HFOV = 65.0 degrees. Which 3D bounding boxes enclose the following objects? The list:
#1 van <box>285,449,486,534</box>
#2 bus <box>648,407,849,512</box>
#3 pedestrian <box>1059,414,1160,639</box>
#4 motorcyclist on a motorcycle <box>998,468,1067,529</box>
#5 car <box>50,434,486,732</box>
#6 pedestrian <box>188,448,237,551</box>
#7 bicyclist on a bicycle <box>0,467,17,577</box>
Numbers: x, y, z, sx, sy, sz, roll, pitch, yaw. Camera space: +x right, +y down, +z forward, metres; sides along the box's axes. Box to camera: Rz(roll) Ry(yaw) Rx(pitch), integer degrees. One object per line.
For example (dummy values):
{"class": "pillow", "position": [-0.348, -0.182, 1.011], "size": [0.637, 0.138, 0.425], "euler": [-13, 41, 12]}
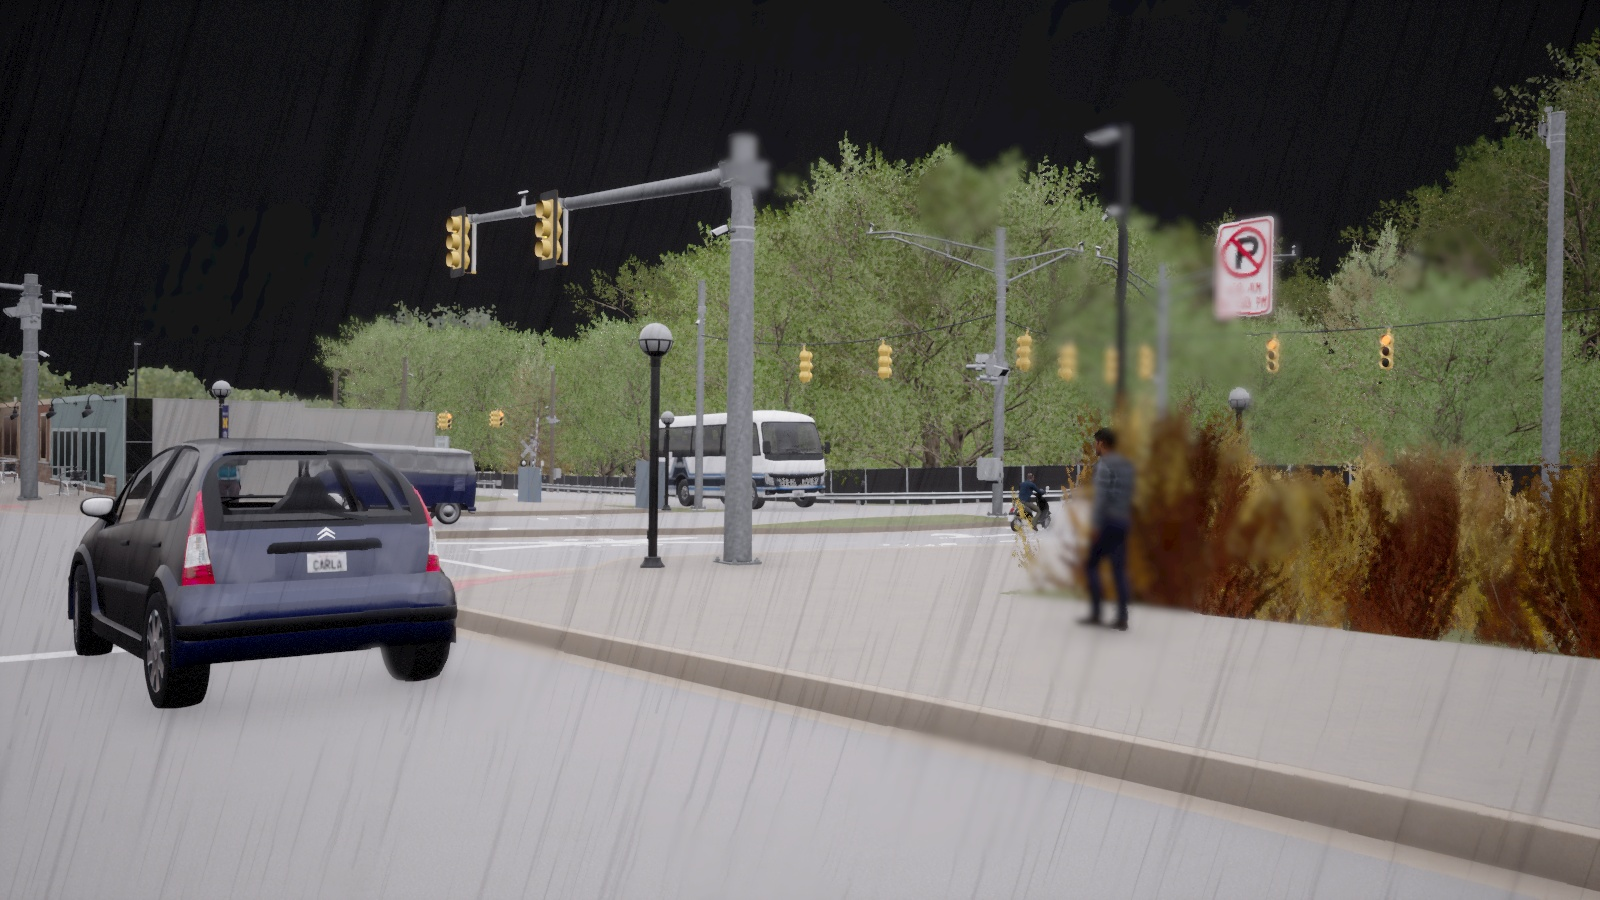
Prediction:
{"class": "van", "position": [-10.428, 1.056, 31.788], "size": [4.442, 1.987, 1.775], "euler": [2, -2, -41]}
{"class": "bus", "position": [-2.557, 0.479, 56.288], "size": [3.944, 4.253, 10.273], "euler": [-1, -1, -35]}
{"class": "pedestrian", "position": [2.777, 0.656, 11.315], "size": [0.423, 1.949, 0.788], "euler": [-1, 1, -39]}
{"class": "motorcyclist on a motorcycle", "position": [6.381, 1.320, 34.445], "size": [1.817, 1.590, 0.866], "euler": [-1, 0, -39]}
{"class": "car", "position": [-3.969, 0.761, 8.959], "size": [1.851, 1.617, 3.988], "euler": [-1, -1, -38]}
{"class": "pedestrian", "position": [-11.448, 0.938, 24.472], "size": [0.659, 1.952, 0.873], "euler": [-1, 1, -38]}
{"class": "bicyclist on a bicycle", "position": [-12.401, 1.061, 18.305], "size": [0.866, 1.612, 1.509], "euler": [-1, 0, 44]}
